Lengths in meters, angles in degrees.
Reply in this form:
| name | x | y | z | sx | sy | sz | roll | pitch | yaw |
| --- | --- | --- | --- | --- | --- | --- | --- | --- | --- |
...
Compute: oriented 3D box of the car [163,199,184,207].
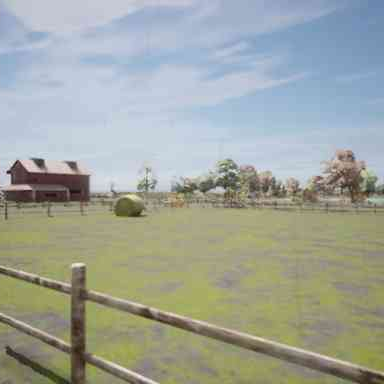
| name | x | y | z | sx | sy | sz | roll | pitch | yaw |
| --- | --- | --- | --- | --- | --- | --- | --- | --- | --- |
| car | -3.459 | 2.003 | 62.340 | 1.882 | 1.535 | 5.008 | 0 | -1 | 35 |
